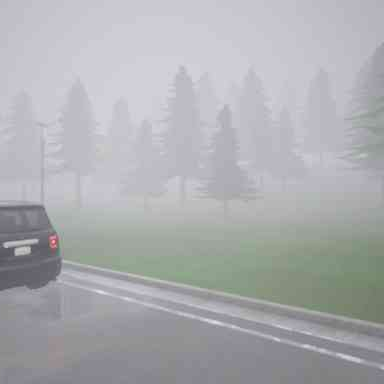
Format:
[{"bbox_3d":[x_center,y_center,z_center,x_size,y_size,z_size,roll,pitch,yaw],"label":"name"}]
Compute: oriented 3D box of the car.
[{"bbox_3d":[-5.406,1.225,7.842,5.566,2.045,2.150,0,0,35],"label":"car"}]
